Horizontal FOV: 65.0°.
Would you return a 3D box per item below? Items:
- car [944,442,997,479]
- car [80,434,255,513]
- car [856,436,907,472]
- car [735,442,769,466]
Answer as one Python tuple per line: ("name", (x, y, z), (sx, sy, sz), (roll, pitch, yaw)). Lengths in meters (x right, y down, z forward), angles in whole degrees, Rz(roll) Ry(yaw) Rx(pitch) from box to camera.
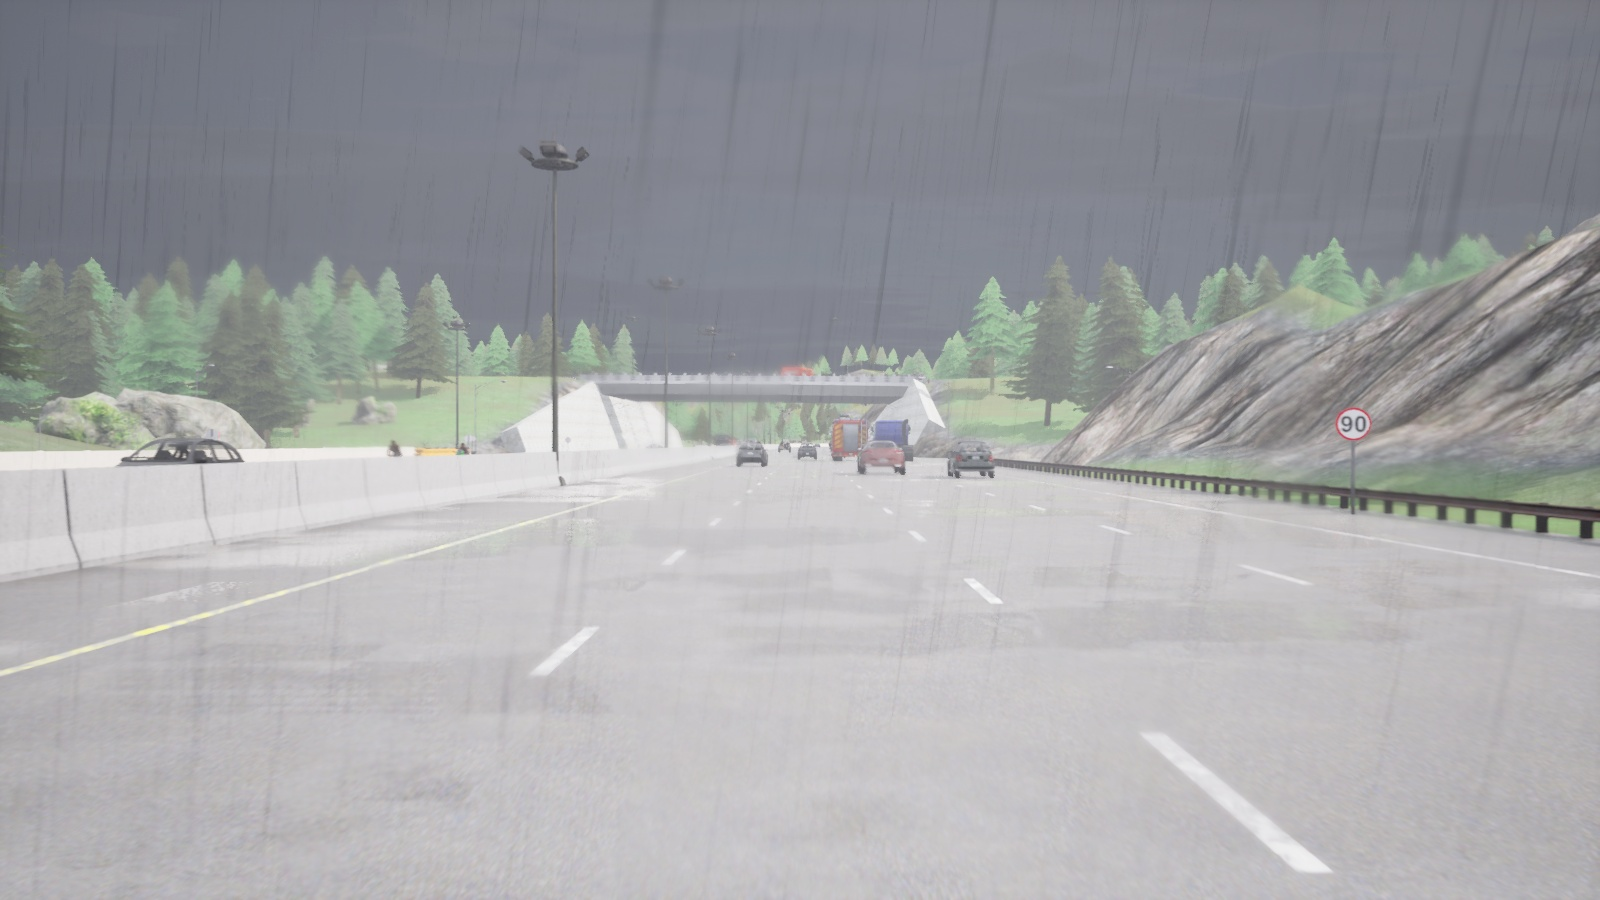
("car", (7.323, 0.425, 54.252), (1.789, 1.549, 3.705), (0, 0, 0))
("car", (-13.827, 0.477, 27.736), (1.851, 1.617, 3.988), (0, 0, 0))
("car", (3.858, 0.188, 60.353), (2.152, 1.651, 5.027), (0, 0, 0))
("car", (-3.031, 0.240, 79.942), (2.007, 1.525, 4.514), (0, 0, 0))
